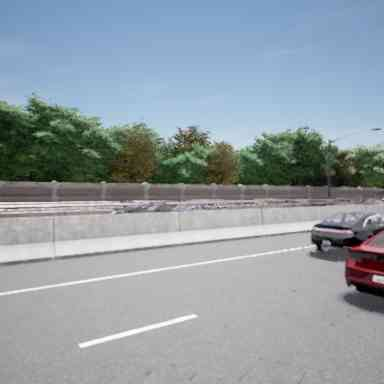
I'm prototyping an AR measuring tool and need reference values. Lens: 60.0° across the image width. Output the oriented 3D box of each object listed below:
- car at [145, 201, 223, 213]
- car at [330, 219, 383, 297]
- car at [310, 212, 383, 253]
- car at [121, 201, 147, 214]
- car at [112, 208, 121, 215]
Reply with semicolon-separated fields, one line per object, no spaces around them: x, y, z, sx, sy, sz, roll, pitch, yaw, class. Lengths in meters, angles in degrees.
-0.141;1.505;21.002;4.902;1.511;2.128;0;0;-35;car
5.540;1.492;7.649;5.008;1.535;1.882;0;0;-35;car
6.539;1.510;12.619;4.902;1.511;2.128;0;0;-35;car
-2.326;1.538;23.745;4.674;1.442;1.812;0;0;-35;car
-4.007;1.503;26.839;4.902;1.511;2.128;0;0;-35;car
